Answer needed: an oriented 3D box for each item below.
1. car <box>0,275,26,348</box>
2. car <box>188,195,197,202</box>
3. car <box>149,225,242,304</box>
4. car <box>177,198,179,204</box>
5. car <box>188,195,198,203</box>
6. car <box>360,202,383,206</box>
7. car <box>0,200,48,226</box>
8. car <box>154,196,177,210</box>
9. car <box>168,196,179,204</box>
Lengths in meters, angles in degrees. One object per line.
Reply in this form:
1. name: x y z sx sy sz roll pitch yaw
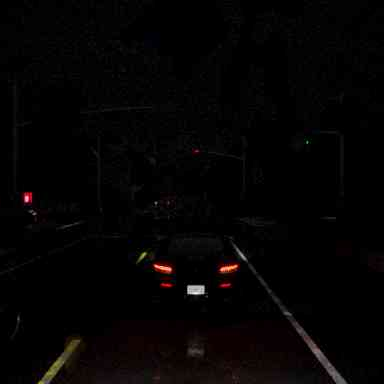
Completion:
1. car: -3.581 1.564 3.472 1.994 1.385 4.181 0 0 0
2. car: 0.123 1.525 80.842 2.128 1.511 4.902 0 0 0
3. car: 0.085 1.526 8.048 1.812 1.442 4.674 0 0 0
4. car: -3.513 1.526 52.181 1.812 1.442 4.674 0 0 0
5. car: 0.202 1.600 66.971 1.895 1.301 4.718 0 0 0
6. car: 15.583 1.528 28.601 5.357 1.411 2.033 0 0 -6
7. car: -12.413 1.367 22.818 4.553 1.767 2.097 0 0 0
8. car: -3.527 1.352 42.348 2.097 1.767 4.553 0 0 2
9. car: -3.469 1.526 62.259 1.812 1.442 4.674 0 0 1
